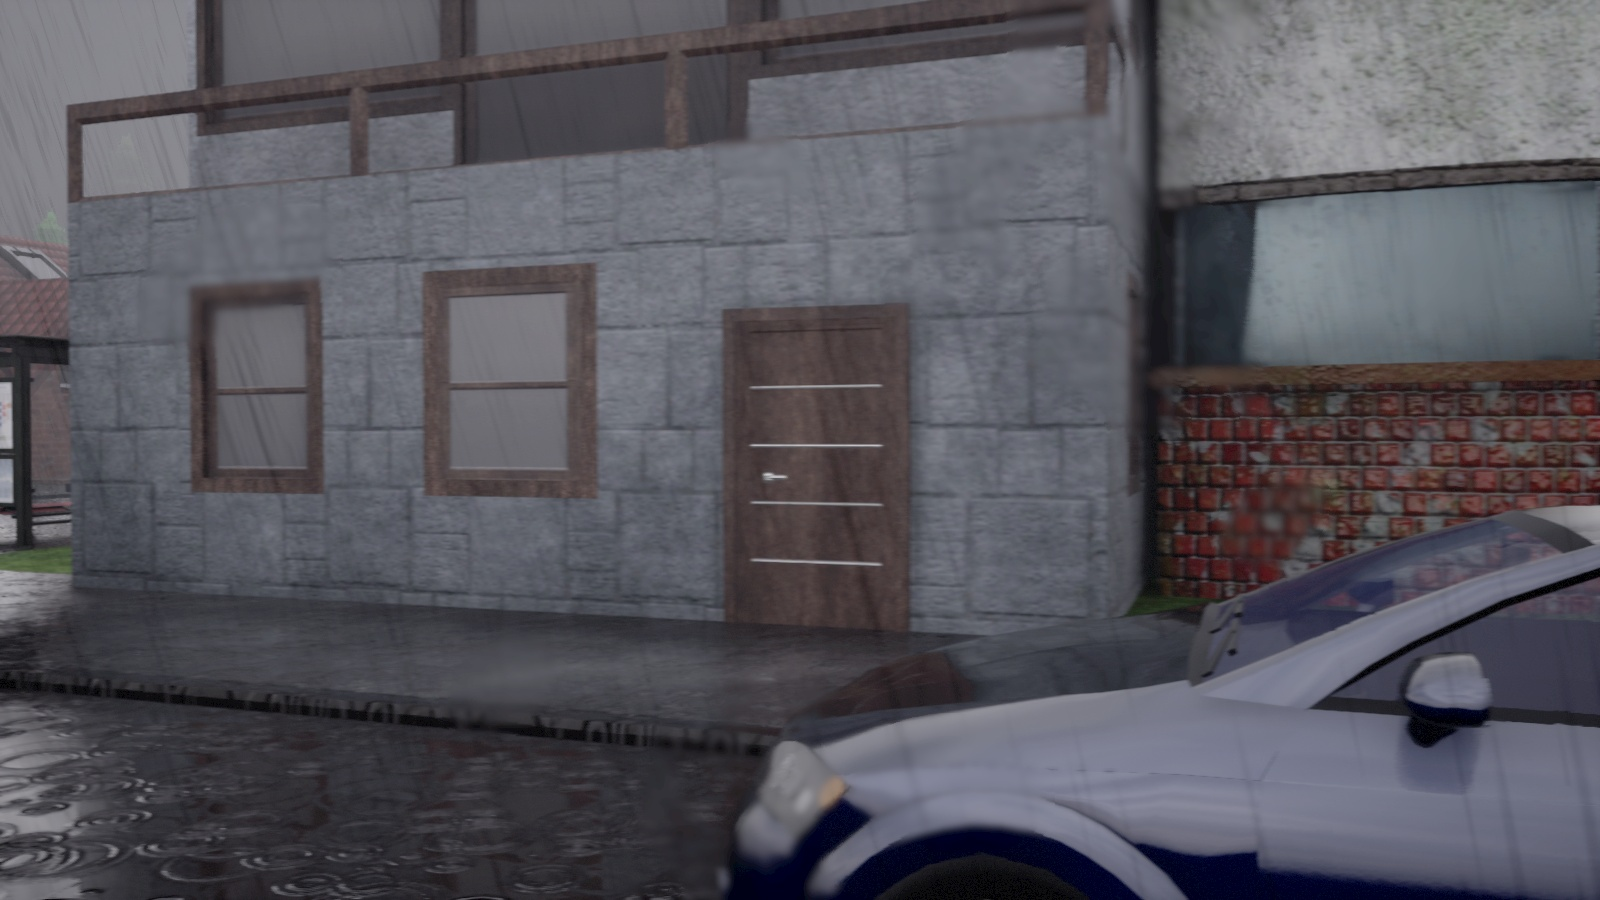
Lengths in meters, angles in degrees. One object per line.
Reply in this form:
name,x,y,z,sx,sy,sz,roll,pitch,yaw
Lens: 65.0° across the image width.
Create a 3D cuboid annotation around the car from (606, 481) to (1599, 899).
car,1.859,0.848,3.106,4.181,1.385,1.994,1,1,20
